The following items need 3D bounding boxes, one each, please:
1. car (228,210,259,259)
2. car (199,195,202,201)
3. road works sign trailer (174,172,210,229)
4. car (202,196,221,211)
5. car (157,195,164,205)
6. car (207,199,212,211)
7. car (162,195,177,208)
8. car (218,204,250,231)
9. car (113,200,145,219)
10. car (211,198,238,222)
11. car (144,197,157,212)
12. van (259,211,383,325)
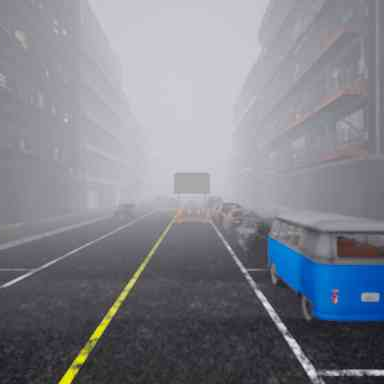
[{"bbox_3d":[2.691,1.588,12.505,1.947,1.339,4.313,0,0,0],"label":"car"},{"bbox_3d":[2.687,1.650,91.585,1.752,1.417,4.829,0,0,0],"label":"car"},{"bbox_3d":[-0.001,0.501,21.912,2.380,3.560,2.880,0,0,0],"label":"road works sign trailer"},{"bbox_3d":[2.691,1.379,40.688,2.192,1.841,5.009,0,0,0],"label":"car"},{"bbox_3d":[-5.692,1.525,57.600,1.967,1.590,4.097,0,0,0],"label":"car"},{"bbox_3d":[2.690,1.599,29.414,2.008,1.369,4.403,0,0,0],"label":"car"},{"bbox_3d":[-3.084,1.601,49.861,1.812,1.442,4.674,0,0,0],"label":"car"},{"bbox_3d":[2.691,1.576,18.142,1.887,1.381,4.507,0,0,0],"label":"car"},{"bbox_3d":[-5.691,1.613,29.417,1.947,1.339,4.313,0,0,0],"label":"car"},{"bbox_3d":[2.691,1.480,23.779,1.967,1.590,4.097,0,0,0],"label":"car"},{"bbox_3d":[-5.691,1.588,40.520,1.752,1.417,4.829,0,0,0],"label":"car"},{"bbox_3d":[2.692,1.353,6.869,1.690,1.788,3.998,0,0,0],"label":"van"}]
